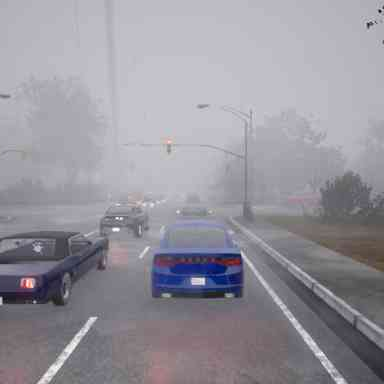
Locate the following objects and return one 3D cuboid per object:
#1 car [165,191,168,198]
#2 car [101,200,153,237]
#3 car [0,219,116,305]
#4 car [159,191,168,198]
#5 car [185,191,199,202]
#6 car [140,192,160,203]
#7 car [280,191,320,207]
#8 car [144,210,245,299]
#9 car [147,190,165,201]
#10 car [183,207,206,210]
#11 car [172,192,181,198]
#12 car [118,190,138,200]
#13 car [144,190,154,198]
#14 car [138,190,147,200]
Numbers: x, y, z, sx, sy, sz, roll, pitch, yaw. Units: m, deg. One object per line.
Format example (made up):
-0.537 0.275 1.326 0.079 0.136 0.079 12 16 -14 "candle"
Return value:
-6.982 0.957 74.243 1.895 1.301 4.718 0 1 -1 "car"
-3.373 1.402 17.194 1.837 1.490 4.892 0 0 0 "car"
-3.387 1.573 7.942 1.895 1.301 4.718 0 0 0 "car"
-7.299 0.571 84.477 2.097 1.767 4.553 0 1 -3 "car"
0.205 0.876 59.723 2.097 1.767 4.553 0 1 0 "car"
-7.005 1.127 55.409 1.994 1.385 4.181 0 1 0 "car"
14.185 0.896 42.802 5.566 2.045 2.150 0 0 -6 "car"
0.114 1.446 8.488 1.882 1.535 5.008 0 0 0 "car"
-6.963 0.956 64.218 1.882 1.535 5.008 0 1 0 "car"
0.127 1.459 17.470 1.994 1.385 4.181 0 0 0 "car"
-3.854 0.741 85.559 2.033 1.411 5.357 0 1 -4 "car"
-10.534 0.930 53.800 2.097 1.767 4.553 0 0 1 "car"
-10.789 0.445 84.178 2.150 2.045 5.566 0 1 -3 "car"
-10.461 0.709 63.383 2.150 2.045 5.566 0 1 0 "car"
